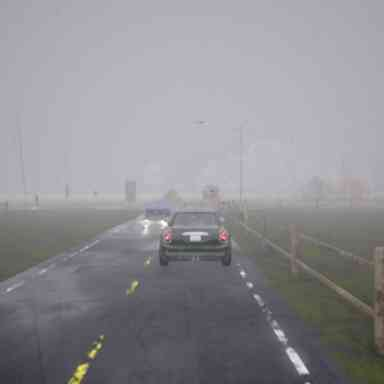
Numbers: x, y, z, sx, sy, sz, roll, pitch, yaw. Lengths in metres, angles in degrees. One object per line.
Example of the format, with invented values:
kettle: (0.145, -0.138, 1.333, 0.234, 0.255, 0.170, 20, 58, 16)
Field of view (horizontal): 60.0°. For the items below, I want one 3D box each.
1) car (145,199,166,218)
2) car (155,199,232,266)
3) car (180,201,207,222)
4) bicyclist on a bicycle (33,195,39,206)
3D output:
car: (-2.791, 1.310, 28.141, 1.882, 1.535, 5.008, 0, 0, 0)
car: (0.097, 1.285, 11.372, 2.097, 1.767, 4.553, 0, 0, 0)
car: (0.098, 1.449, 25.592, 1.895, 1.301, 4.718, 0, 0, 0)
bicyclist on a bicycle: (-22.514, 1.225, 48.101, 0.582, 1.620, 1.656, 0, 1, 0)
